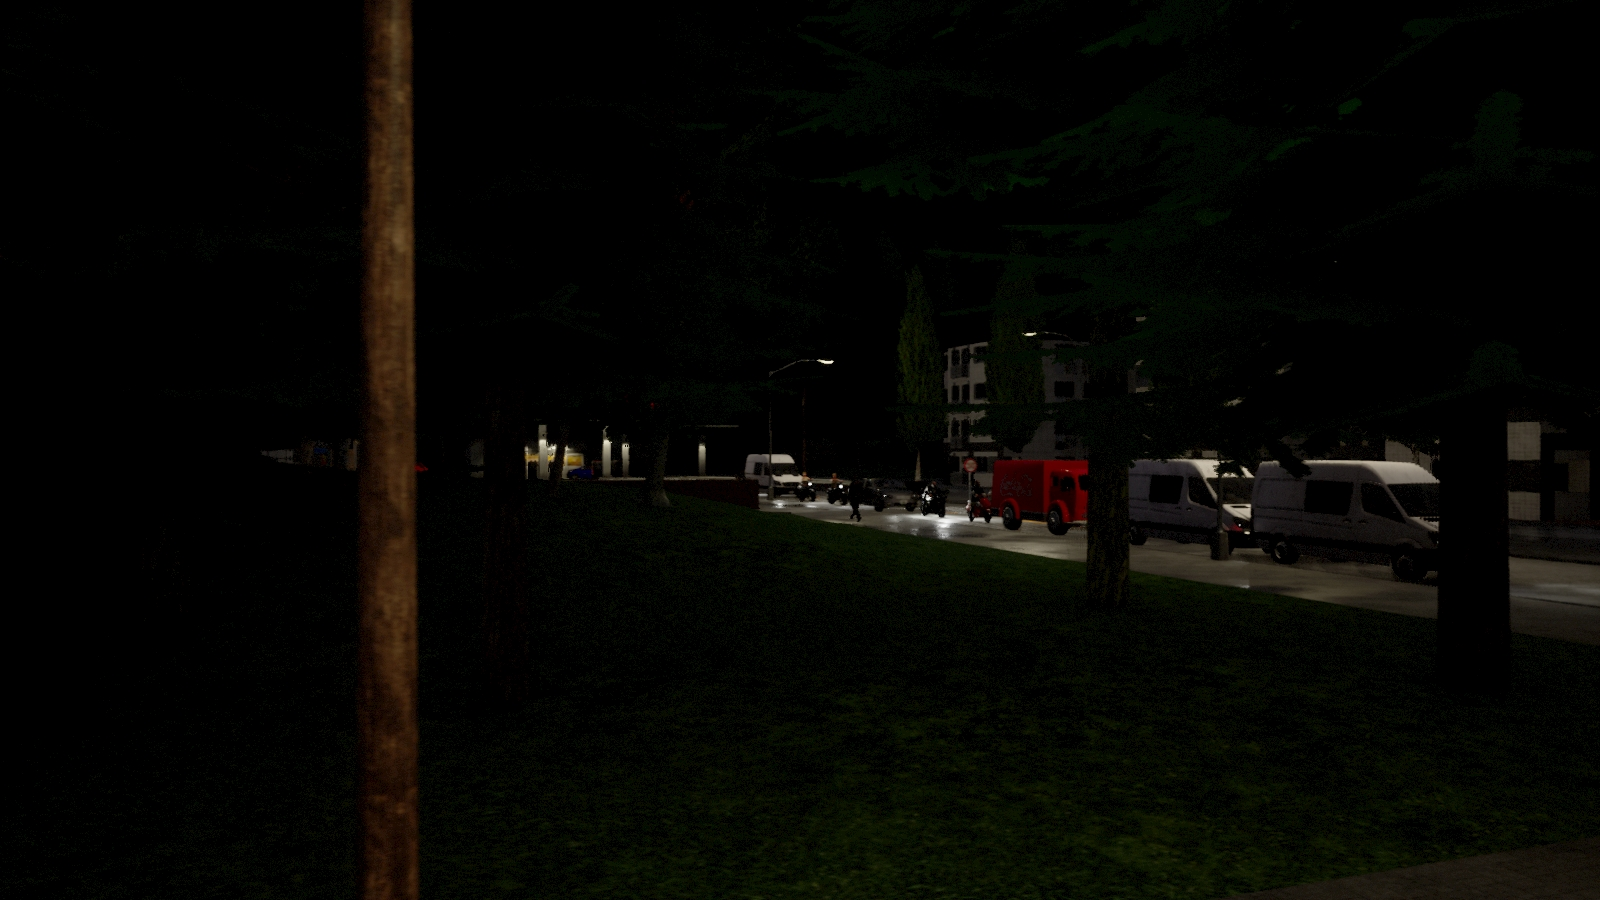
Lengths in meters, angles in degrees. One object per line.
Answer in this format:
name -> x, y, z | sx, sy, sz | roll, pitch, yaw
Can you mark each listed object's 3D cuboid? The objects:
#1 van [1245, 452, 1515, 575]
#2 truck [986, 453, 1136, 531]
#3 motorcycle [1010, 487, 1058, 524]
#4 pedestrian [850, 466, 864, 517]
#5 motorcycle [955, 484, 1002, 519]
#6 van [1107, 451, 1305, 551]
van -> 13.359, 1.324, 26.892 | 1.988, 2.561, 5.915 | 0, 0, -20
truck -> 8.860, 1.358, 39.371 | 2.627, 2.467, 5.204 | 0, 0, -20
motorcycle -> 8.352, 1.972, 40.831 | 0.856, 1.236, 1.805 | 0, 0, -20
pedestrian -> 2.120, 1.533, 42.462 | 0.375, 1.860, 0.375 | 0, 0, -19
motorcycle -> 6.947, 1.995, 44.673 | 0.867, 1.251, 2.209 | 0, 0, -20
van -> 11.335, 1.324, 32.499 | 1.988, 2.561, 5.915 | 0, 0, -20
